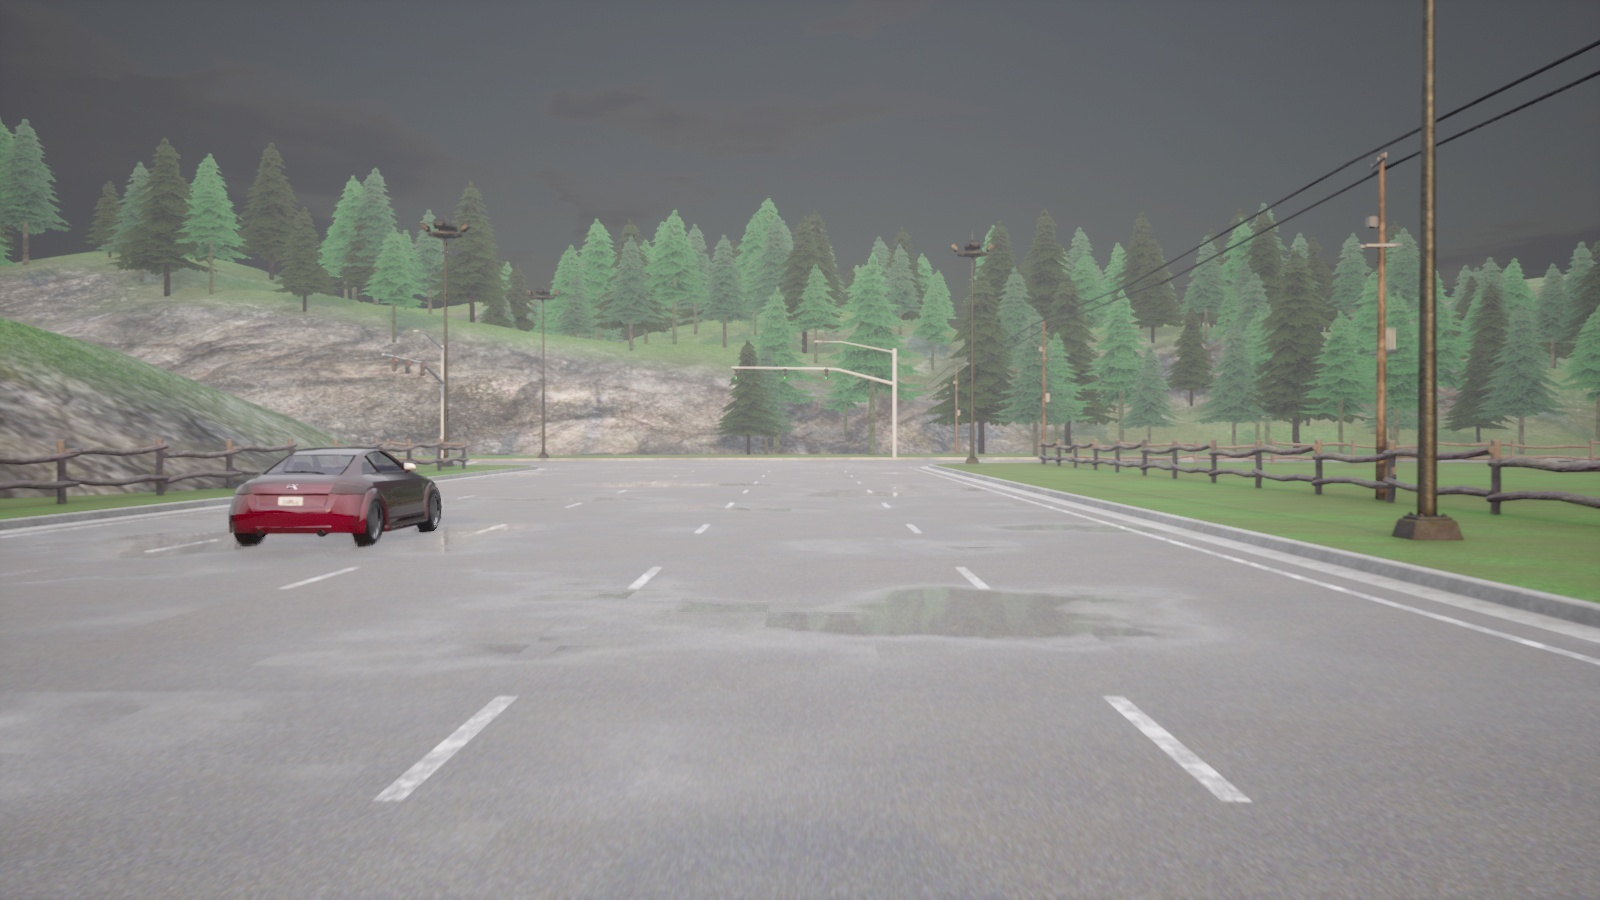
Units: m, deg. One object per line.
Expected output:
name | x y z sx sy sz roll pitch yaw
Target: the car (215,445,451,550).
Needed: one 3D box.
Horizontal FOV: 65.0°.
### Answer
car | -6.878 0.635 19.017 1.994 1.385 4.181 0 0 0
